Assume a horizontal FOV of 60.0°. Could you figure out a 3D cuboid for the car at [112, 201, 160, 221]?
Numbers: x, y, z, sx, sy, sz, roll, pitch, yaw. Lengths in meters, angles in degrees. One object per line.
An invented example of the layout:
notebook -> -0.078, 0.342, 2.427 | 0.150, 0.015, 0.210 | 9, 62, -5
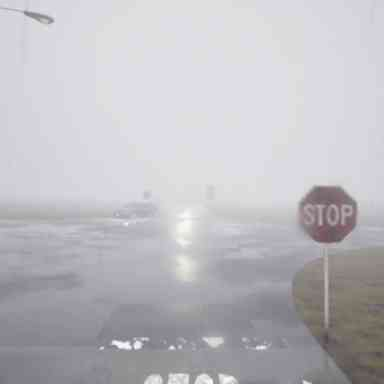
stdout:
car -> -4.494, 1.540, 27.447 | 1.837, 1.490, 4.892 | 4, 2, 29
